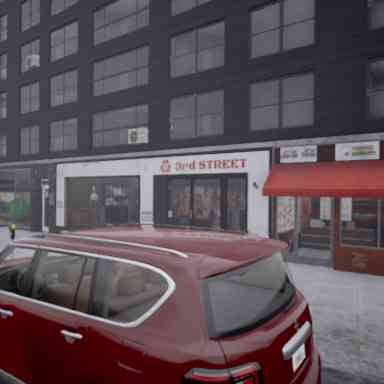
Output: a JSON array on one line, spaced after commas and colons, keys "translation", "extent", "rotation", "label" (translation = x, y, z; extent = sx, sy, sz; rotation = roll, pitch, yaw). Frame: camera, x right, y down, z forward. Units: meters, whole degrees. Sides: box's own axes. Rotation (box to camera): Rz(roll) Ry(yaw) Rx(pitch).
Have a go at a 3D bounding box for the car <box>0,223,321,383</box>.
[{"translation": [-1.144, 1.318, 3.882], "extent": [5.009, 1.841, 2.192], "rotation": [0, 1, 35], "label": "car"}]
